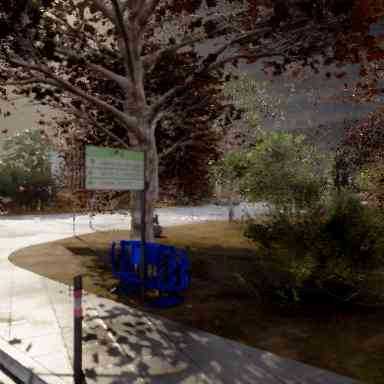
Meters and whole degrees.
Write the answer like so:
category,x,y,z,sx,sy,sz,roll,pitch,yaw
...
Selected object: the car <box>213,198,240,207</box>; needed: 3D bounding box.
category,x,y,z,sx,sy,sz,roll,pitch,yaw
car,6.450,1.909,62.105,5.357,1.411,2.033,-2,1,-35
